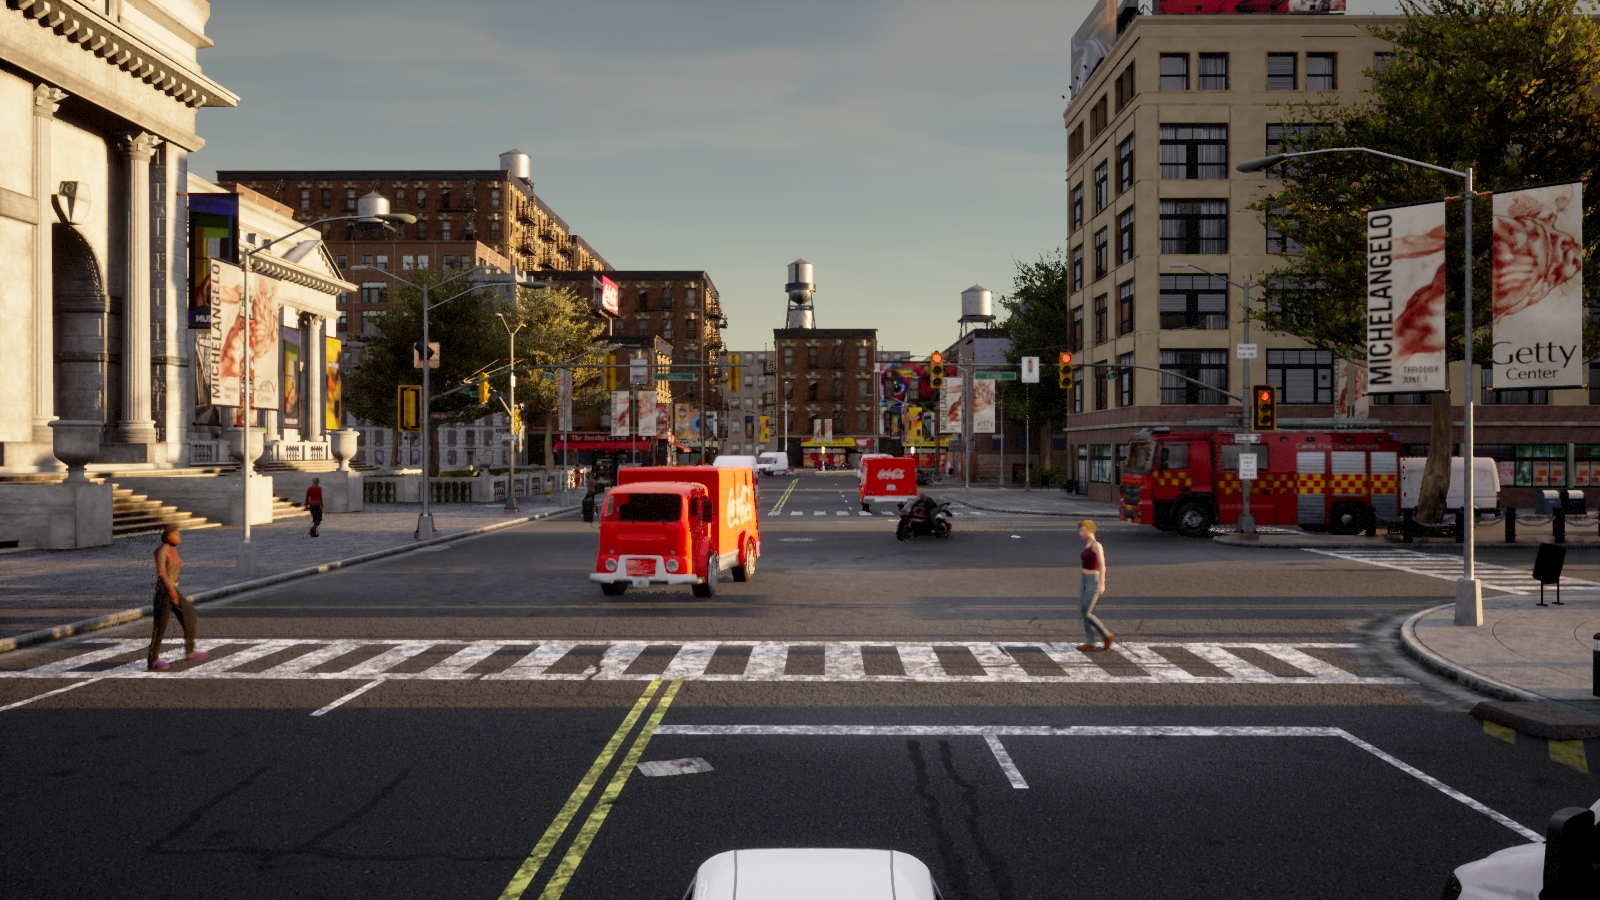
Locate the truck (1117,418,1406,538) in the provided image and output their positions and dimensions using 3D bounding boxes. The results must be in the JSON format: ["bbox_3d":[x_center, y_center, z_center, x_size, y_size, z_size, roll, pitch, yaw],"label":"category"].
[{"bbox_3d":[15.205,0.891,38.080,8.468,3.827,2.891,0,0,0],"label":"truck"}]

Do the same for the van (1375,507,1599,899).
[{"bbox_3d":[3.538,1.534,2.141,1.988,2.561,5.915,0,0,1],"label":"van"}]

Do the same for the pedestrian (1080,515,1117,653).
[{"bbox_3d":[4.142,1.849,15.864,0.375,1.860,0.375,0,0,-7],"label":"pedestrian"}]

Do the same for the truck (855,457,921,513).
[{"bbox_3d":[4.035,1.566,53.399,2.627,2.467,5.204,0,0,-1],"label":"truck"}]

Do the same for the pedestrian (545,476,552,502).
[{"bbox_3d":[-12.868,1.976,58.453,0.375,1.300,0.375,0,0,-9],"label":"pedestrian"}]

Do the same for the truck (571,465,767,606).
[{"bbox_3d":[-2.464,1.567,23.271,2.627,2.467,5.204,0,0,9],"label":"truck"}]

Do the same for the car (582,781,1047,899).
[{"bbox_3d":[0.047,2.120,3.817,1.481,1.376,2.207,0,0,0],"label":"car"}]

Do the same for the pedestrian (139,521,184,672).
[{"bbox_3d":[-8.115,1.849,14.530,0.375,1.860,0.375,0,0,-7],"label":"pedestrian"}]

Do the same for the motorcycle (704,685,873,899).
[{"bbox_3d":[-0.047,2.182,6.691,0.856,1.236,1.805,0,0,1],"label":"motorcycle"}]

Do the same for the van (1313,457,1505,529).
[{"bbox_3d":[22.077,1.535,41.584,5.915,2.561,1.988,0,0,1],"label":"van"}]

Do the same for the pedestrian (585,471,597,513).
[{"bbox_3d":[-9.284,1.848,50.676,0.375,1.860,0.375,0,0,36],"label":"pedestrian"}]

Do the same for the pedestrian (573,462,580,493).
[{"bbox_3d":[-13.792,1.697,70.546,0.375,1.860,0.375,0,0,4],"label":"pedestrian"}]

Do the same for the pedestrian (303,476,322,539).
[{"bbox_3d":[-14.535,1.696,34.081,0.375,1.860,0.375,0,0,6],"label":"pedestrian"}]

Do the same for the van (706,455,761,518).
[{"bbox_3d":[-2.870,1.534,50.460,1.988,2.561,5.915,0,0,1],"label":"van"}]
